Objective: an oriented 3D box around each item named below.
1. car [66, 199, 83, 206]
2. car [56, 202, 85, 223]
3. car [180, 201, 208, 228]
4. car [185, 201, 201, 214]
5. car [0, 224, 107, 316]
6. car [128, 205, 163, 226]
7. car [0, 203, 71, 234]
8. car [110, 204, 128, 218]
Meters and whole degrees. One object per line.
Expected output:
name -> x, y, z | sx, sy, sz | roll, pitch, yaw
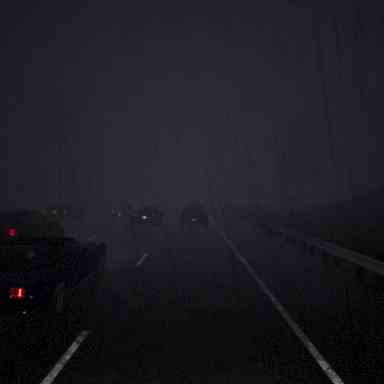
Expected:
car -> -24.426, 2.236, 69.530 | 1.895, 1.301, 4.718 | 0, -1, 0
car -> -10.371, 1.604, 27.222 | 2.097, 1.767, 4.553 | 0, -1, 0
car -> 0.125, 1.704, 24.470 | 1.882, 1.535, 5.008 | 0, -1, 0
car -> 0.144, 1.860, 41.406 | 1.882, 1.535, 5.008 | 0, -1, 0
car -> -3.393, 1.672, 7.622 | 1.895, 1.301, 4.718 | 0, -1, 0
car -> -3.372, 1.801, 25.633 | 1.994, 1.385, 4.181 | 0, -1, 0
car -> -6.885, 1.476, 13.368 | 2.097, 1.767, 4.553 | 0, -1, 0
car -> -6.864, 1.913, 33.830 | 1.895, 1.301, 4.718 | 0, -1, 0
